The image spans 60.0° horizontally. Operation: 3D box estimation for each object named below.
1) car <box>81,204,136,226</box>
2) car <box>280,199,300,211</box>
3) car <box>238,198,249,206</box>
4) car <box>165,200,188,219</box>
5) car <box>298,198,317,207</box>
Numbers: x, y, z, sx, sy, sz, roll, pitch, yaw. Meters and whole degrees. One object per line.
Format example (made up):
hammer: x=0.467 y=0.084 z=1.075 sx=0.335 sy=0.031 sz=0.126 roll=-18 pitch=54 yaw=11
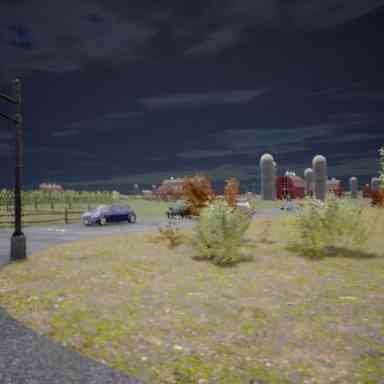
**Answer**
car: x=-6.767 y=1.750 z=27.180 sx=2.097 sy=1.767 sz=4.553 roll=-2 pitch=-2 yaw=36
car: x=15.268 y=2.231 z=51.510 sx=1.994 sy=1.385 sz=4.181 roll=-2 pitch=-2 yaw=36
car: x=5.678 y=1.852 z=44.432 sx=2.150 sy=2.045 sz=5.566 roll=-2 pitch=-2 yaw=36
car: x=-0.535 y=1.735 z=35.819 sx=2.150 sy=2.045 sz=5.566 roll=-2 pitch=-2 yaw=36
car: x=20.050 y=1.980 z=58.221 sx=2.150 sy=2.045 sz=5.566 roll=-2 pitch=-2 yaw=36
